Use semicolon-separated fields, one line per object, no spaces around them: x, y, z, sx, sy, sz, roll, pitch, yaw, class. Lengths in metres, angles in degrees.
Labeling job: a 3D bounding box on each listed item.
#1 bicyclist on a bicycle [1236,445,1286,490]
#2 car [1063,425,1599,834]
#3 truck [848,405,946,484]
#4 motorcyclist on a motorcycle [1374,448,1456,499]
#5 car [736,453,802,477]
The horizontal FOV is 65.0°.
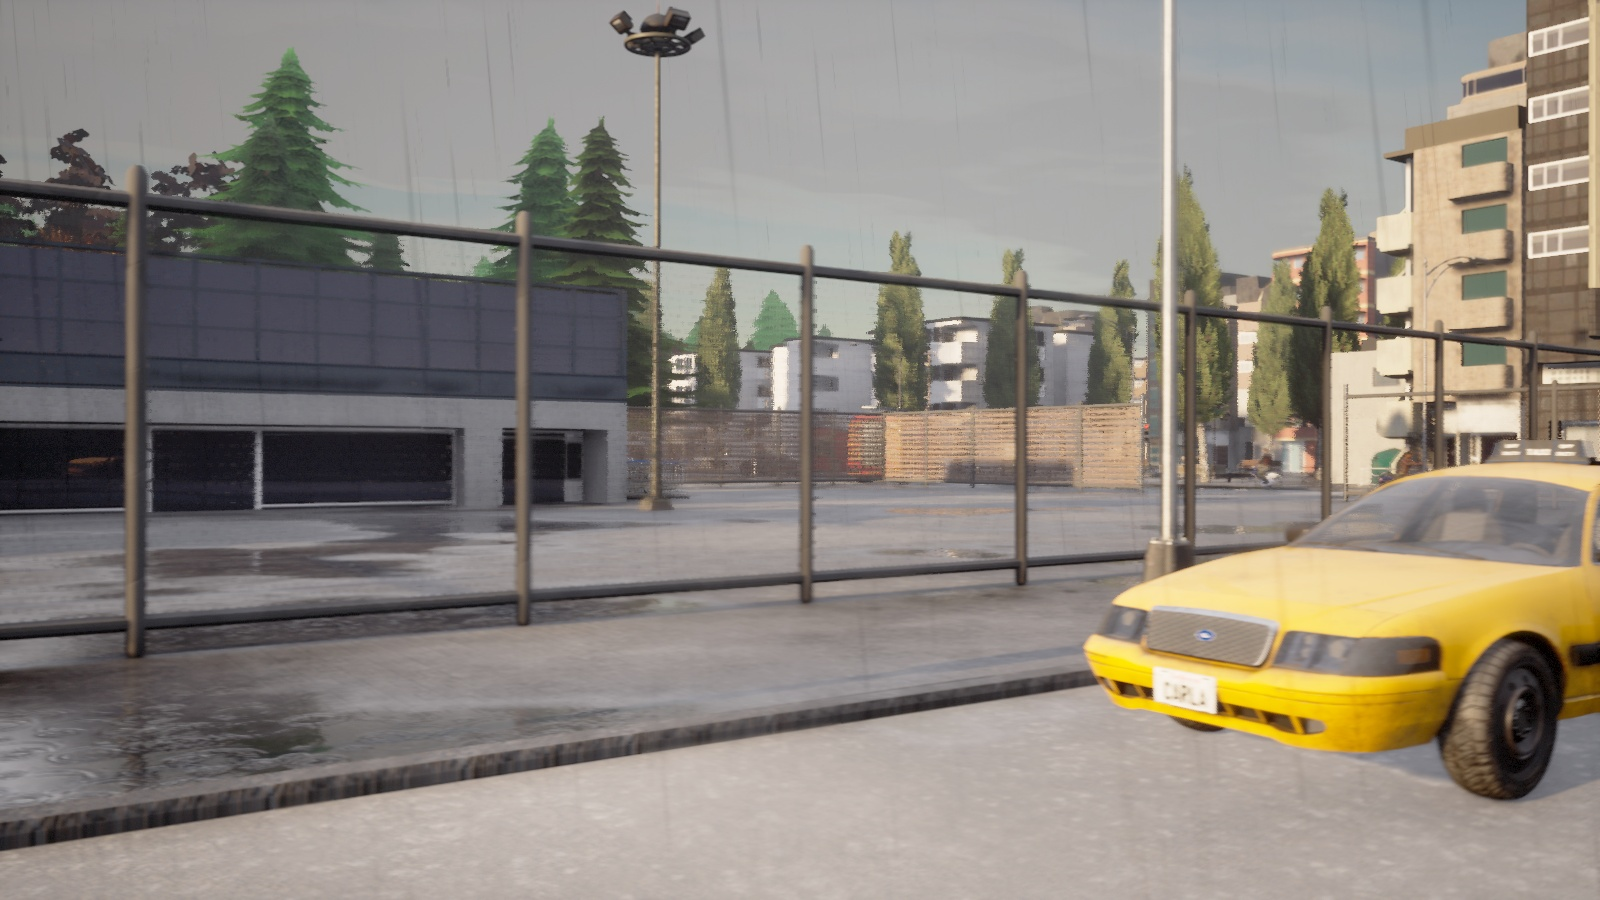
18.642;0.700;50.768;0.659;1.776;1.843;0;0;-35;bicyclist on a bicycle
4.084;0.692;7.038;5.366;1.575;1.801;0;0;-32;car
5.183;-0.272;65.318;2.891;3.827;8.468;0;0;20;truck
20.275;0.754;41.433;0.766;1.649;2.350;0;0;-35;motorcyclist on a motorcycle
-2.041;0.951;80.420;1.837;1.490;4.892;0;0;-35;car
